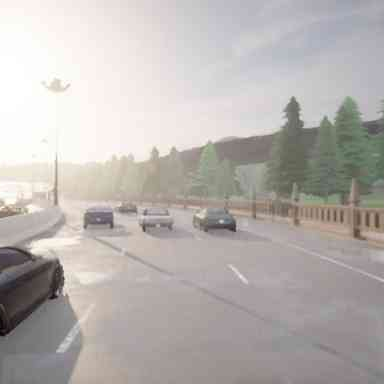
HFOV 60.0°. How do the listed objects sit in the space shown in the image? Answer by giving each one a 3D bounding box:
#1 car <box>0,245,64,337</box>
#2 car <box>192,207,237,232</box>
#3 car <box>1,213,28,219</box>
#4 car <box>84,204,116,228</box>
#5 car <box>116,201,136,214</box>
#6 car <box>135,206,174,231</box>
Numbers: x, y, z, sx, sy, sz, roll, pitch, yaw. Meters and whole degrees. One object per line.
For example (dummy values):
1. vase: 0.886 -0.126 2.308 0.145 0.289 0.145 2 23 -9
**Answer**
1. car: -3.773 1.602 5.830 1.994 1.385 4.181 0 0 -4
2. car: 1.291 1.632 20.606 1.994 1.385 4.181 0 0 -11
3. car: -15.536 1.776 29.063 1.895 1.301 4.718 0 0 -18
4. car: -6.468 1.591 23.369 1.882 1.535 5.008 0 0 -13
5. car: -7.647 1.737 38.426 1.994 1.385 4.181 0 0 -22
6. car: -2.435 1.689 21.549 1.895 1.301 4.718 0 0 -12
